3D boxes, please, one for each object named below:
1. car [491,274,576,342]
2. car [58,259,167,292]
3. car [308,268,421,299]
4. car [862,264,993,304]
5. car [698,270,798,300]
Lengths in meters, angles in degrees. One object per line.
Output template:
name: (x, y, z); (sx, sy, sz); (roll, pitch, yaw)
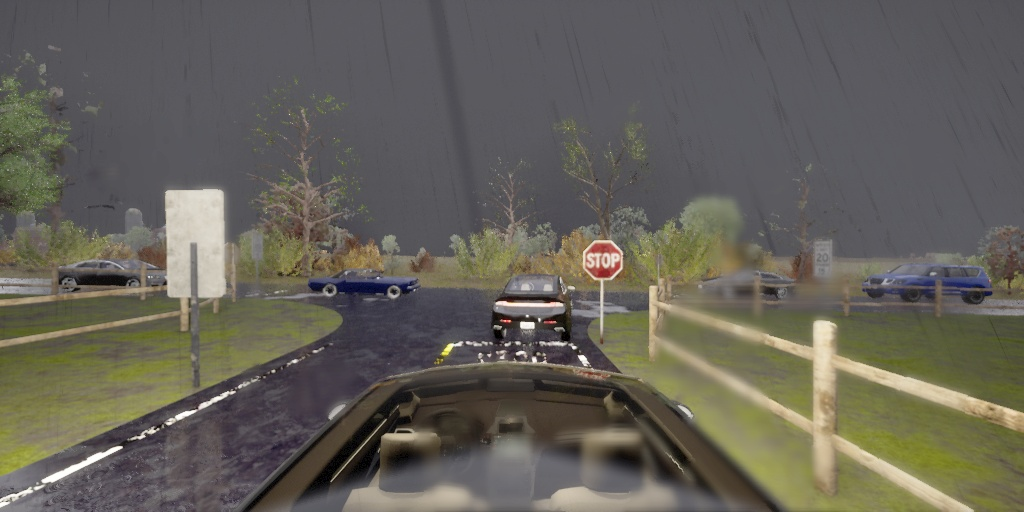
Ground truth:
car: (0.709, 1.248, 9.937); (2.128, 1.511, 4.902); (0, 0, 9)
car: (-18.486, 0.900, 16.989); (4.902, 1.511, 2.128); (1, 1, 0)
car: (-6.818, 1.263, 16.970); (4.718, 1.301, 1.895); (1, 1, 0)
car: (22.904, 1.485, 19.878); (5.566, 2.045, 2.150); (1, 1, 0)
car: (13.009, 1.544, 19.892); (4.902, 1.511, 2.128); (1, 1, 0)
